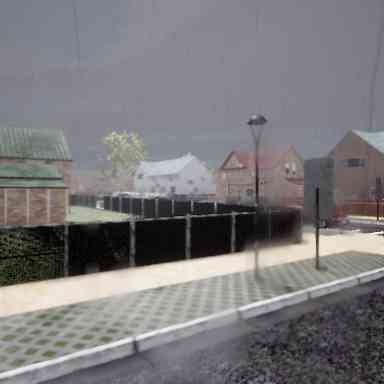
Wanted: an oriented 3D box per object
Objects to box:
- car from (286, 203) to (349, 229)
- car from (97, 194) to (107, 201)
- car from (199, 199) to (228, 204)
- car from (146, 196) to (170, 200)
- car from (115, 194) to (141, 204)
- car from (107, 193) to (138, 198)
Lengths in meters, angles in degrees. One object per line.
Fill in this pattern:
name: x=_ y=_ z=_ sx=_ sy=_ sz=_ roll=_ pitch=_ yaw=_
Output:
car: x=7.335 y=1.412 z=20.655 sx=1.812 sy=1.442 sz=4.674 roll=0 pitch=1 yaw=-32
car: x=-15.887 y=1.004 z=60.097 sx=1.895 sy=1.301 sz=4.718 roll=0 pitch=1 yaw=-34
car: x=1.908 y=1.335 z=28.737 sx=2.033 sy=1.411 sz=5.357 roll=0 pitch=1 yaw=-34
car: x=-3.677 y=1.189 z=36.948 sx=1.837 sy=1.490 sz=4.892 roll=0 pitch=1 yaw=-34
car: x=-9.980 y=1.064 z=51.425 sx=2.033 sy=1.411 sz=5.357 roll=0 pitch=1 yaw=-35
car: x=-9.430 y=0.928 z=45.462 sx=2.097 sy=1.767 sz=4.553 roll=0 pitch=1 yaw=-34
